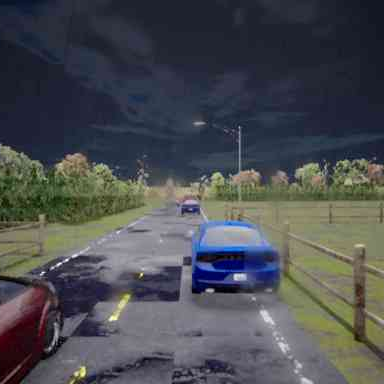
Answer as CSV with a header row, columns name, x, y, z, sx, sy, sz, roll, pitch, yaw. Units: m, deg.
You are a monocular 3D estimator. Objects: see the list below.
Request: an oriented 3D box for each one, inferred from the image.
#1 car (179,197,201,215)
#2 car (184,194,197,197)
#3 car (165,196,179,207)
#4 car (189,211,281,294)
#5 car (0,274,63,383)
name,x,y,z,sx,sy,sz,roll,pitch,yaw
car,-0.106,1.560,34.871,1.882,1.535,5.008,0,0,0
car,-0.221,1.320,45.303,2.150,2.045,5.566,0,0,0
car,-3.011,1.459,52.342,2.097,1.767,4.553,0,0,0
car,0.921,1.502,8.898,1.882,1.535,5.008,0,0,0
car,-2.863,1.573,3.181,1.994,1.385,4.181,0,0,0
